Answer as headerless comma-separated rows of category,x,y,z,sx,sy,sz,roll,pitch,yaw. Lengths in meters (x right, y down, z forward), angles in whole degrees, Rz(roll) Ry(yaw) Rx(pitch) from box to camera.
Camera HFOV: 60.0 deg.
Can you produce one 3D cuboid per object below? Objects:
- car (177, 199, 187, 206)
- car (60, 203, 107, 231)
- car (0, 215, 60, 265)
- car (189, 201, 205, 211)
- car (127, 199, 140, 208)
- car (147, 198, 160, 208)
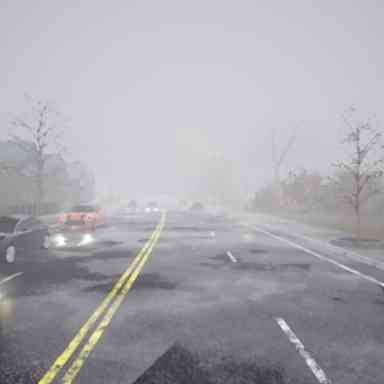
car,-2.127,2.195,71.961,2.128,1.511,4.902,0,0,-8
car,-7.157,1.585,22.241,2.097,1.767,4.553,0,-1,-2
car,-6.815,1.643,12.266,1.837,1.490,4.892,0,-1,-2
car,0.691,2.001,49.839,1.812,1.442,4.674,0,0,-5
car,-10.206,2.063,58.314,1.837,1.490,4.892,0,0,-6
car,-6.977,2.156,58.749,1.895,1.301,4.718,0,0,-6
